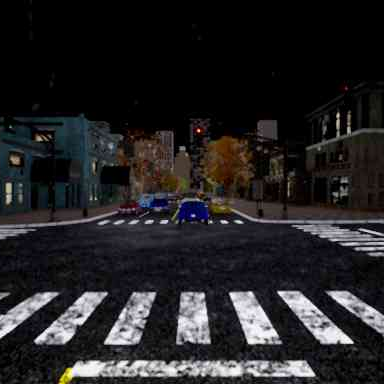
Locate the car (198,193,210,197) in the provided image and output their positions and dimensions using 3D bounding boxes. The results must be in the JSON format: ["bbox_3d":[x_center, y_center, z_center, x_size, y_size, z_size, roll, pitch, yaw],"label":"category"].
[{"bbox_3d":[2.645,1.299,58.668,2.008,1.369,4.403,-1,0,0],"label":"car"}]

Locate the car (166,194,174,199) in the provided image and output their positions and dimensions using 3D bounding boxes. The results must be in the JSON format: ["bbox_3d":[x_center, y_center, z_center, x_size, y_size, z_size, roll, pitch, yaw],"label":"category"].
[{"bbox_3d":[-5.756,1.173,86.393,1.887,1.381,4.507,0,0,0],"label":"car"}]

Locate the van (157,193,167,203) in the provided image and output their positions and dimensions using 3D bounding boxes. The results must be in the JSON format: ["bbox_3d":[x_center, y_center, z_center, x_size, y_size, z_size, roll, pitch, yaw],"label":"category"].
[{"bbox_3d":[-5.742,1.066,64.207,1.690,1.788,3.998,0,0,0],"label":"van"}]

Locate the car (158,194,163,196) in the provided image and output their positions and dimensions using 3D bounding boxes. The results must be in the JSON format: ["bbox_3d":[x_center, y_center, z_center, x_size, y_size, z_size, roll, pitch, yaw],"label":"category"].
[{"bbox_3d":[-5.728,1.341,47.570,1.887,1.381,4.507,0,0,0],"label":"car"}]

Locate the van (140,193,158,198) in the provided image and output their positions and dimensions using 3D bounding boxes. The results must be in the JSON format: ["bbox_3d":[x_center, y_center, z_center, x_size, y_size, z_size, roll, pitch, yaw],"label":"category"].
[{"bbox_3d":[-5.725,1.161,42.022,1.690,1.788,3.998,0,0,0],"label":"van"}]

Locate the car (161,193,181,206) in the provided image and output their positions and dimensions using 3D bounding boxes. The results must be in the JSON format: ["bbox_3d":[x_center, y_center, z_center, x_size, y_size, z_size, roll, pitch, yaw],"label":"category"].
[{"bbox_3d":[-3.123,1.282,48.571,2.128,1.511,4.902,0,0,0],"label":"car"}]

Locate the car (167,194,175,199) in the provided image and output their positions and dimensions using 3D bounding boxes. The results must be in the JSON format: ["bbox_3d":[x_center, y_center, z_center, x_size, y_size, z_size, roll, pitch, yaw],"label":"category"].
[{"bbox_3d":[-5.761,1.186,91.939,1.802,1.307,4.206,0,0,0],"label":"car"}]

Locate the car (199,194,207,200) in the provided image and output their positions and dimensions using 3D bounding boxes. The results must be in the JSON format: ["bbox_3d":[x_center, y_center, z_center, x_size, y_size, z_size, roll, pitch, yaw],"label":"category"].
[{"bbox_3d":[2.629,1.197,80.853,1.887,1.381,4.507,-1,0,0],"label":"car"}]

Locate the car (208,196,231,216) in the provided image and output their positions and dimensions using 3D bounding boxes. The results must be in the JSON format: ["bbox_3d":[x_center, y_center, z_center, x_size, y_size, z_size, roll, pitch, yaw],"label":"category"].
[{"bbox_3d":[2.665,1.392,31.107,1.752,1.417,4.829,-1,0,0],"label":"car"}]

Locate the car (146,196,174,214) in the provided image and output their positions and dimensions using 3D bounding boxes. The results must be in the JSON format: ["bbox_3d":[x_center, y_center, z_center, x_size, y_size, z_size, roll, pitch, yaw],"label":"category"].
[{"bbox_3d":[-3.138,1.384,33.026,1.812,1.442,4.674,0,0,0],"label":"car"}]

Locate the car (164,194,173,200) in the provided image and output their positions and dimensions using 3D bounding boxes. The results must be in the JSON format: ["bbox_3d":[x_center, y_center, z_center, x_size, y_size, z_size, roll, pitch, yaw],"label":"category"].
[{"bbox_3d":[-5.753,1.218,80.847,1.947,1.339,4.313,0,0,0],"label":"car"}]

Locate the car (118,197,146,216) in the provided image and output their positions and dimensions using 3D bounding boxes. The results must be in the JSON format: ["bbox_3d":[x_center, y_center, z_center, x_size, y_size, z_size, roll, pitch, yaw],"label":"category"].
[{"bbox_3d":[-5.714,1.450,30.931,1.802,1.307,4.206,0,0,0],"label":"car"}]

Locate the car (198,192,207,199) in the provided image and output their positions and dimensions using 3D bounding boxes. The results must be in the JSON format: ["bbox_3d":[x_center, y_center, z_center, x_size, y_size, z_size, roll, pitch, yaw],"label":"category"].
[{"bbox_3d":[2.622,0.944,86.398,2.192,1.841,5.009,-1,0,0],"label":"car"}]

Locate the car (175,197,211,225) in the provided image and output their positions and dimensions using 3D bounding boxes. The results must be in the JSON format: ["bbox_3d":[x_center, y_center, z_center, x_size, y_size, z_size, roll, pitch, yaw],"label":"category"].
[{"bbox_3d":[0.070,1.349,23.074,1.882,1.535,5.008,0,-1,0],"label":"car"}]

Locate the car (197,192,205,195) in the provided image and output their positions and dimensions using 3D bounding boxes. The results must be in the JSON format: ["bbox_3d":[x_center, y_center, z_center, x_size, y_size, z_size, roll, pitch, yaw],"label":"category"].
[{"bbox_3d":[2.633,1.243,75.307,1.947,1.339,4.313,-1,0,0],"label":"car"}]

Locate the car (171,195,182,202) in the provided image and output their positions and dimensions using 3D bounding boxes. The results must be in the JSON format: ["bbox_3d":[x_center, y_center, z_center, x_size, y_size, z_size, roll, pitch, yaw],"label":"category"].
[{"bbox_3d":[-3.048,1.283,65.746,1.994,1.385,4.181,0,0,0],"label":"car"}]
